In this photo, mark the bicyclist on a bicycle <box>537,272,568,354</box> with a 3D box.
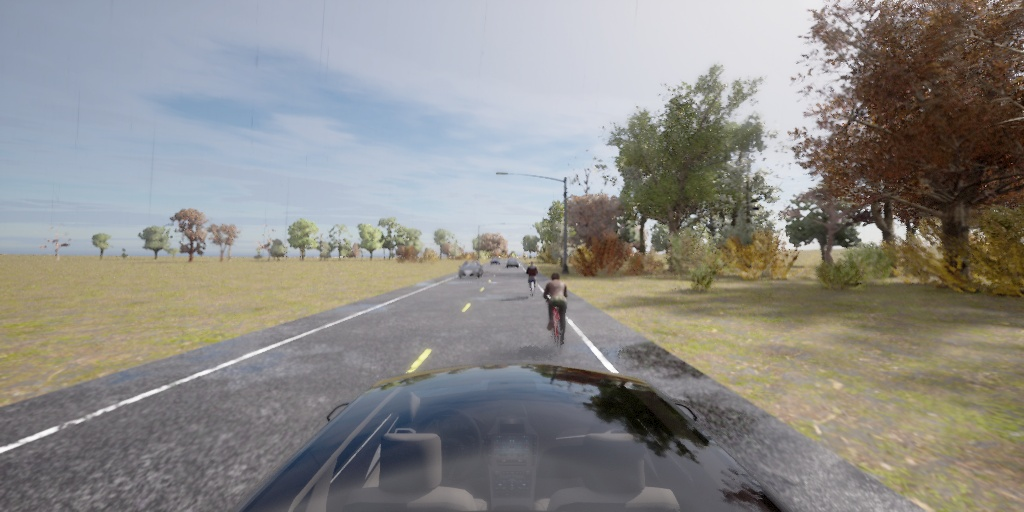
[{"bbox_3d":[0.963,1.195,7.792,0.582,1.620,1.656,0,0,0],"label":"bicyclist on a bicycle"}]

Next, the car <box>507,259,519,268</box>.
[{"bbox_3d":[0.099,1.244,59.819,1.994,1.385,4.181,0,0,0],"label":"car"}]

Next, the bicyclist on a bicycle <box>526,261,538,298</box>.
[{"bbox_3d":[0.963,1.102,17.179,0.659,1.776,1.843,0,0,0],"label":"bicyclist on a bicycle"}]

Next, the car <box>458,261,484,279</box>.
[{"bbox_3d":[-3.597,1.205,31.901,2.128,1.511,4.902,0,0,0],"label":"car"}]
